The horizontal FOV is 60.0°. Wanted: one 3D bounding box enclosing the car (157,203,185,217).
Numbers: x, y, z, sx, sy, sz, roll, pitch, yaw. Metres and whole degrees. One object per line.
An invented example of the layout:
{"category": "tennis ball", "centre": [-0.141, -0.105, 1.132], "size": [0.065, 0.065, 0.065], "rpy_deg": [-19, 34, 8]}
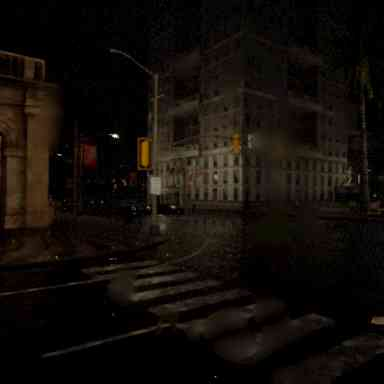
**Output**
{"category": "car", "centre": [-2.514, 1.791, 34.526], "size": [1.994, 1.385, 4.181], "rpy_deg": [1, -1, -36]}

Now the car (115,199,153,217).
{"category": "car", "centre": [-5.913, 1.535, 33.263], "size": [2.097, 1.767, 4.553], "rpy_deg": [1, -1, -36]}

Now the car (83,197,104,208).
{"category": "car", "centre": [-15.716, 1.577, 52.916], "size": [2.097, 1.767, 4.553], "rpy_deg": [1, 0, -36]}

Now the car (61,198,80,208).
{"category": "car", "centre": [-18.825, 1.688, 51.243], "size": [1.837, 1.490, 4.892], "rpy_deg": [1, -1, -36]}
